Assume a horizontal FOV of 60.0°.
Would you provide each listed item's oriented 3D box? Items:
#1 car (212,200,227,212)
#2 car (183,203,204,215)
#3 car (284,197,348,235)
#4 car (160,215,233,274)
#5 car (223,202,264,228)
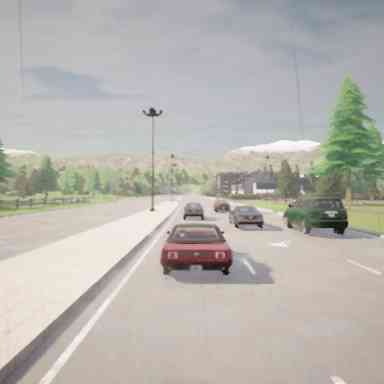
[{"bbox_3d":[3.600,1.699,40.807,1.812,1.442,4.674,0,0,-1],"label":"car"},{"bbox_3d":[0.143,1.675,30.385,2.033,1.411,5.357,0,0,0],"label":"car"},{"bbox_3d":[7.127,1.309,19.666,2.150,2.045,5.566,0,0,0],"label":"car"},{"bbox_3d":[0.114,1.646,10.656,1.895,1.301,4.718,0,0,0],"label":"car"},{"bbox_3d":[3.631,1.646,22.994,2.033,1.411,5.357,0,0,0],"label":"car"}]
